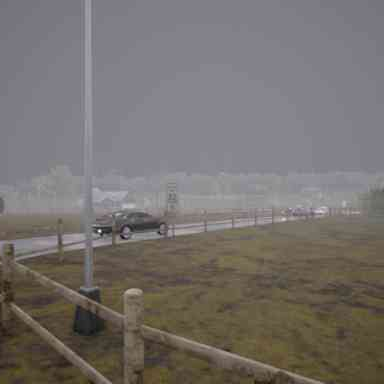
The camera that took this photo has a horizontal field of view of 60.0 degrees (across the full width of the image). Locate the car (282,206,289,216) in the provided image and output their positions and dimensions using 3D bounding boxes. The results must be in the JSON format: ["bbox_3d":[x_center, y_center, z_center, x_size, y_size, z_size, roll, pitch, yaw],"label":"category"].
[{"bbox_3d":[15.028,2.684,49.248,2.097,1.767,4.553,-2,-3,36],"label":"car"}]

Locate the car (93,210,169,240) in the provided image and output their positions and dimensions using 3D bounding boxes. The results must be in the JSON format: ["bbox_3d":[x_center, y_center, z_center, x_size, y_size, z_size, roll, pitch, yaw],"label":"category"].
[{"bbox_3d":[-3.331,1.800,19.044,1.837,1.490,4.892,-2,-3,36],"label":"car"}]

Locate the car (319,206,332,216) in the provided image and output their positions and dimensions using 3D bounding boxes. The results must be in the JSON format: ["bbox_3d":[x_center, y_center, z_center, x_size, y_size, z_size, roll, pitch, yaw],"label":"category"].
[{"bbox_3d":[20.654,2.964,52.344,1.812,1.442,4.674,-2,-3,36],"label":"car"}]

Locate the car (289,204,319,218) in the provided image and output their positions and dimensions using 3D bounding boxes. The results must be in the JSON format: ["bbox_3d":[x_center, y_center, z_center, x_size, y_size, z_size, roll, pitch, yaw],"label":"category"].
[{"bbox_3d":[14.928,2.674,44.297,1.994,1.385,4.181,-2,-3,36],"label":"car"}]
